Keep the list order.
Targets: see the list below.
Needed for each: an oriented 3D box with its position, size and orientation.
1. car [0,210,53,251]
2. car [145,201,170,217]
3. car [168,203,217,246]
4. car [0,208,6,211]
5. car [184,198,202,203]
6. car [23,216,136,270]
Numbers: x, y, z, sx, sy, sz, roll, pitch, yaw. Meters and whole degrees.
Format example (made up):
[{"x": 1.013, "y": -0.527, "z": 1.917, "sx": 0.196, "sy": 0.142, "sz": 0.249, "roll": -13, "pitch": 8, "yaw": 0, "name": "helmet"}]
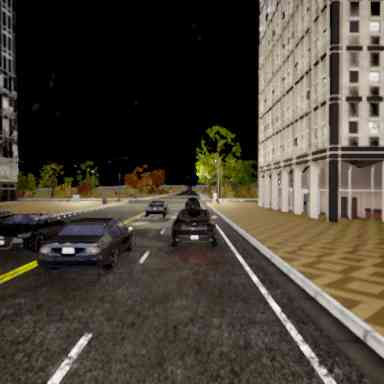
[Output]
[{"x": -6.558, "y": 1.544, "z": 13.413, "sx": 1.994, "sy": 1.385, "sz": 4.181, "roll": 0, "pitch": 0, "yaw": 0, "name": "car"}, {"x": -3.163, "y": 1.498, "z": 30.883, "sx": 2.033, "sy": 1.411, "sz": 5.357, "roll": 0, "pitch": 0, "yaw": 0, "name": "car"}, {"x": 0.097, "y": 1.482, "z": 15.093, "sx": 1.837, "sy": 1.490, "sz": 4.892, "roll": 0, "pitch": 0, "yaw": 0, "name": "car"}, {"x": -9.793, "y": 1.469, "z": 15.208, "sx": 2.128, "sy": 1.511, "sz": 4.902, "roll": 0, "pitch": 0, "yaw": 0, "name": "car"}, {"x": 0.093, "y": 1.434, "z": 39.948, "sx": 1.837, "sy": 1.490, "sz": 4.892, "roll": 0, "pitch": 0, "yaw": 0, "name": "car"}, {"x": -3.151, "y": 1.531, "z": 10.988, "sx": 2.033, "sy": 1.411, "sz": 5.357, "roll": 0, "pitch": 0, "yaw": 0, "name": "car"}]
